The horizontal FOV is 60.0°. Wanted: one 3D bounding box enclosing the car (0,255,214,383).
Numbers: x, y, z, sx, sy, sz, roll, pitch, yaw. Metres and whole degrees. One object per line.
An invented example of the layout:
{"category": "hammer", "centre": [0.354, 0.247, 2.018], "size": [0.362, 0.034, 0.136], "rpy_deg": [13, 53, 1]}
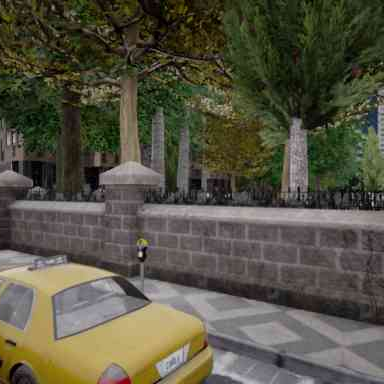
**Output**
{"category": "car", "centre": [-2.052, 1.525, 4.419], "size": [4.829, 1.417, 1.752], "rpy_deg": [0, 0, 35]}
